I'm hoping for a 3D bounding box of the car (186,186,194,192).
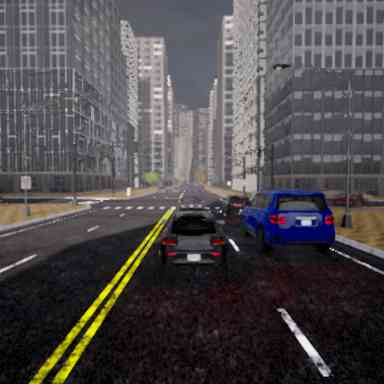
[{"bbox_3d":[-0.548,-0.604,87.153,1.812,1.442,4.674,0,1,0],"label":"car"}]

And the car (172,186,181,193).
[{"bbox_3d":[-3.756,-0.594,80.311,2.097,1.767,4.553,0,1,0],"label":"car"}]

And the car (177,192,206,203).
[{"bbox_3d":[-0.054,0.951,24.831,2.033,1.411,5.357,0,1,0],"label":"car"}]

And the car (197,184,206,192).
[{"bbox_3d":[2.702,-0.606,87.172,1.812,1.442,4.674,0,1,0],"label":"car"}]

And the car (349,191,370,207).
[{"bbox_3d":[15.975,0.664,36.064,5.009,1.841,2.192,0,2,1],"label":"car"}]

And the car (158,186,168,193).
[{"bbox_3d":[-7.006,-0.593,80.292,2.097,1.767,4.553,0,1,0],"label":"car"}]

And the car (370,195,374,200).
[{"bbox_3d":[21.531,0.590,44.386,4.829,1.417,1.752,0,2,1],"label":"car"}]

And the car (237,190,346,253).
[{"bbox_3d":[3.284,0.923,12.407,2.150,2.045,5.566,0,1,-1],"label":"car"}]

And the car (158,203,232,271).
[{"bbox_3d":[0.036,1.286,9.953,1.812,1.442,4.674,0,1,0],"label":"car"}]

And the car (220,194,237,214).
[{"bbox_3d":[3.201,0.930,23.877,1.837,1.490,4.892,0,1,0],"label":"car"}]

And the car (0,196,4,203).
[{"bbox_3d":[-22.954,0.576,36.346,4.313,1.339,1.947,1,2,1],"label":"car"}]
